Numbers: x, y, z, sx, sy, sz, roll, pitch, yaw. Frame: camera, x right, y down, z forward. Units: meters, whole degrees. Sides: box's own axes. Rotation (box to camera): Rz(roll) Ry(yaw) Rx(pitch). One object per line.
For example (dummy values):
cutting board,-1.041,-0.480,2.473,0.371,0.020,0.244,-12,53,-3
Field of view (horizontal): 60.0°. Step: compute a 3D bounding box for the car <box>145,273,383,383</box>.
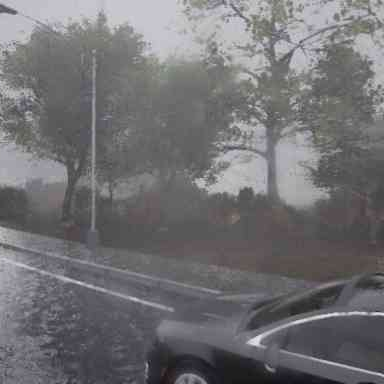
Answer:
car,1.751,1.515,2.846,4.892,1.490,1.837,0,0,35
